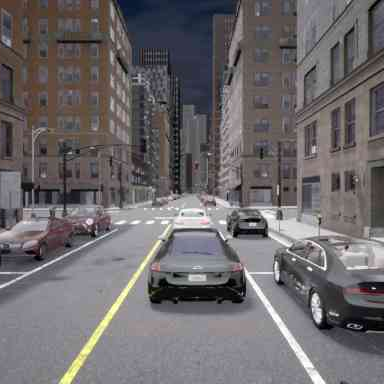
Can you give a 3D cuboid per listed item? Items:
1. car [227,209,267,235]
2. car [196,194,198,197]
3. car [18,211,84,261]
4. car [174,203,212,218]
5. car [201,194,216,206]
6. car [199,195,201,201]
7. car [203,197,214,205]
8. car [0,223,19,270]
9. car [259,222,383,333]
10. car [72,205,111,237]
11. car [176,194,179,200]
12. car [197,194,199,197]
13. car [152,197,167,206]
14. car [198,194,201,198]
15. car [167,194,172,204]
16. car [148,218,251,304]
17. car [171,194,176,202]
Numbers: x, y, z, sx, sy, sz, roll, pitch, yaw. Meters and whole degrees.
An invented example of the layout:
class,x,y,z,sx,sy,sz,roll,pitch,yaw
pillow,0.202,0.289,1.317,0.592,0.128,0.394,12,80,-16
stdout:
class,x,y,z,sx,sy,sz,roll,pitch,yaw
car,2.870,1.567,17.728,1.947,1.339,4.313,0,0,0
car,3.037,1.458,92.682,2.192,1.841,5.009,0,0,0
car,-5.660,1.582,12.235,1.802,1.307,4.206,0,0,0
car,0.049,1.526,16.951,1.812,1.442,4.674,0,0,1
car,2.936,1.476,54.819,1.967,1.590,4.097,0,0,0
car,2.966,1.607,65.636,2.008,1.369,4.403,0,0,0
car,2.951,1.571,60.398,1.752,1.417,4.829,0,0,0
car,-5.665,1.566,6.733,1.947,1.339,4.313,0,0,0
car,2.860,1.551,6.726,2.008,1.369,4.403,0,0,0
car,-5.655,1.441,17.736,1.967,1.590,4.097,0,0,0
car,-5.488,1.457,92.699,2.192,1.841,5.009,0,0,0
car,3.023,1.561,87.272,1.967,1.590,4.097,0,0,0
car,-5.588,1.618,54.839,1.802,1.307,4.206,0,0,0
car,2.994,1.525,76.454,1.967,1.590,4.097,0,0,0
car,-5.559,1.607,65.656,2.008,1.369,4.403,0,0,0
car,0.089,1.564,8.192,1.994,1.385,4.181,0,0,0
car,-5.516,1.626,81.711,1.752,1.417,4.829,0,0,0
